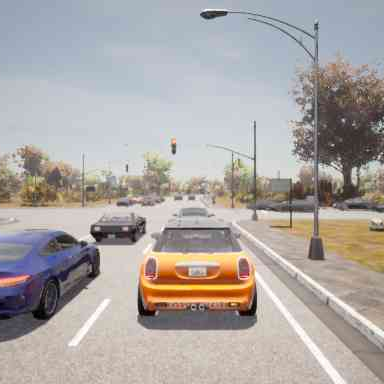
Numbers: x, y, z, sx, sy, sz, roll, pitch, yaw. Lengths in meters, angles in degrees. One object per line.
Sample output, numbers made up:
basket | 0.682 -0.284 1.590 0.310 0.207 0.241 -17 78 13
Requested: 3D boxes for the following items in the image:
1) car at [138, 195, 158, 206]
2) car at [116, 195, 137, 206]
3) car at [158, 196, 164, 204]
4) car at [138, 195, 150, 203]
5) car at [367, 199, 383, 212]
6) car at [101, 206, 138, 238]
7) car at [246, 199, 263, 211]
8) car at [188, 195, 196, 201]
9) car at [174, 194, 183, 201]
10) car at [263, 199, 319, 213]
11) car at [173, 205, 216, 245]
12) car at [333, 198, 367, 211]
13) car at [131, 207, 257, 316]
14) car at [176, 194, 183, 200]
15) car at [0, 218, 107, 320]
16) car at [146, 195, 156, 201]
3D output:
car | -7.127 1.505 54.379 1.837 1.490 4.892 0 0 1
car | -10.645 1.547 53.183 2.033 1.411 5.357 0 0 1
car | -7.105 1.477 63.857 1.882 1.535 5.008 0 0 0
car | -10.564 1.478 72.882 1.882 1.535 5.008 0 0 0
car | 22.260 1.540 35.726 5.357 1.411 2.033 0 0 3
car | -3.415 1.601 16.369 1.895 1.301 4.718 0 0 0
car | 8.620 1.564 40.188 4.181 1.385 1.994 0 0 6
car | -0.070 1.492 84.649 1.837 1.490 4.892 0 0 0
car | -3.570 1.492 84.647 1.837 1.490 4.892 0 0 0
car | 10.948 1.548 36.339 5.357 1.411 2.033 0 0 3
car | 0.085 1.505 16.636 1.837 1.490 4.892 0 0 0
car | 19.326 1.488 39.391 4.902 1.511 2.128 0 0 3
car | 0.093 1.352 7.678 2.097 1.767 4.553 0 0 0
car | -3.539 1.374 95.056 1.812 1.442 4.674 0 0 1
car | -3.406 1.526 7.211 1.812 1.442 4.674 0 0 0
car | -10.568 1.515 86.552 2.128 1.511 4.902 0 0 0
